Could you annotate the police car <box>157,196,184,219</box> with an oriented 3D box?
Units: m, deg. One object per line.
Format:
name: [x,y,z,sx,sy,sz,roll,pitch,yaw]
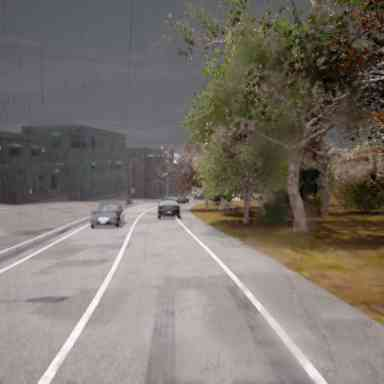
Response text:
police car: [-2.063,1.401,29.168,1.930,1.638,5.238,-1,0,-5]

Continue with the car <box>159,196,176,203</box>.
car: [-4.669,1.405,63.924,1.895,1.301,4.718,1,0,11]

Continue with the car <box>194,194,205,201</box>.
car: [1.897,1.207,76.586,1.837,1.490,4.892,2,0,18]

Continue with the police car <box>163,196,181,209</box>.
police car: [-2.578,1.351,44.882,1.930,1.638,5.238,0,0,2]

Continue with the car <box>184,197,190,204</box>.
car: [-1.734,1.451,62.005,1.895,1.301,4.718,1,0,11]

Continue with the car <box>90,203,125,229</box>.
car: [-5.608,1.542,22.459,2.128,1.511,4.902,-1,0,-6]

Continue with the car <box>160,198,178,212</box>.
car: [-2.624,1.478,38.881,1.812,1.442,4.674,0,0,-1]
